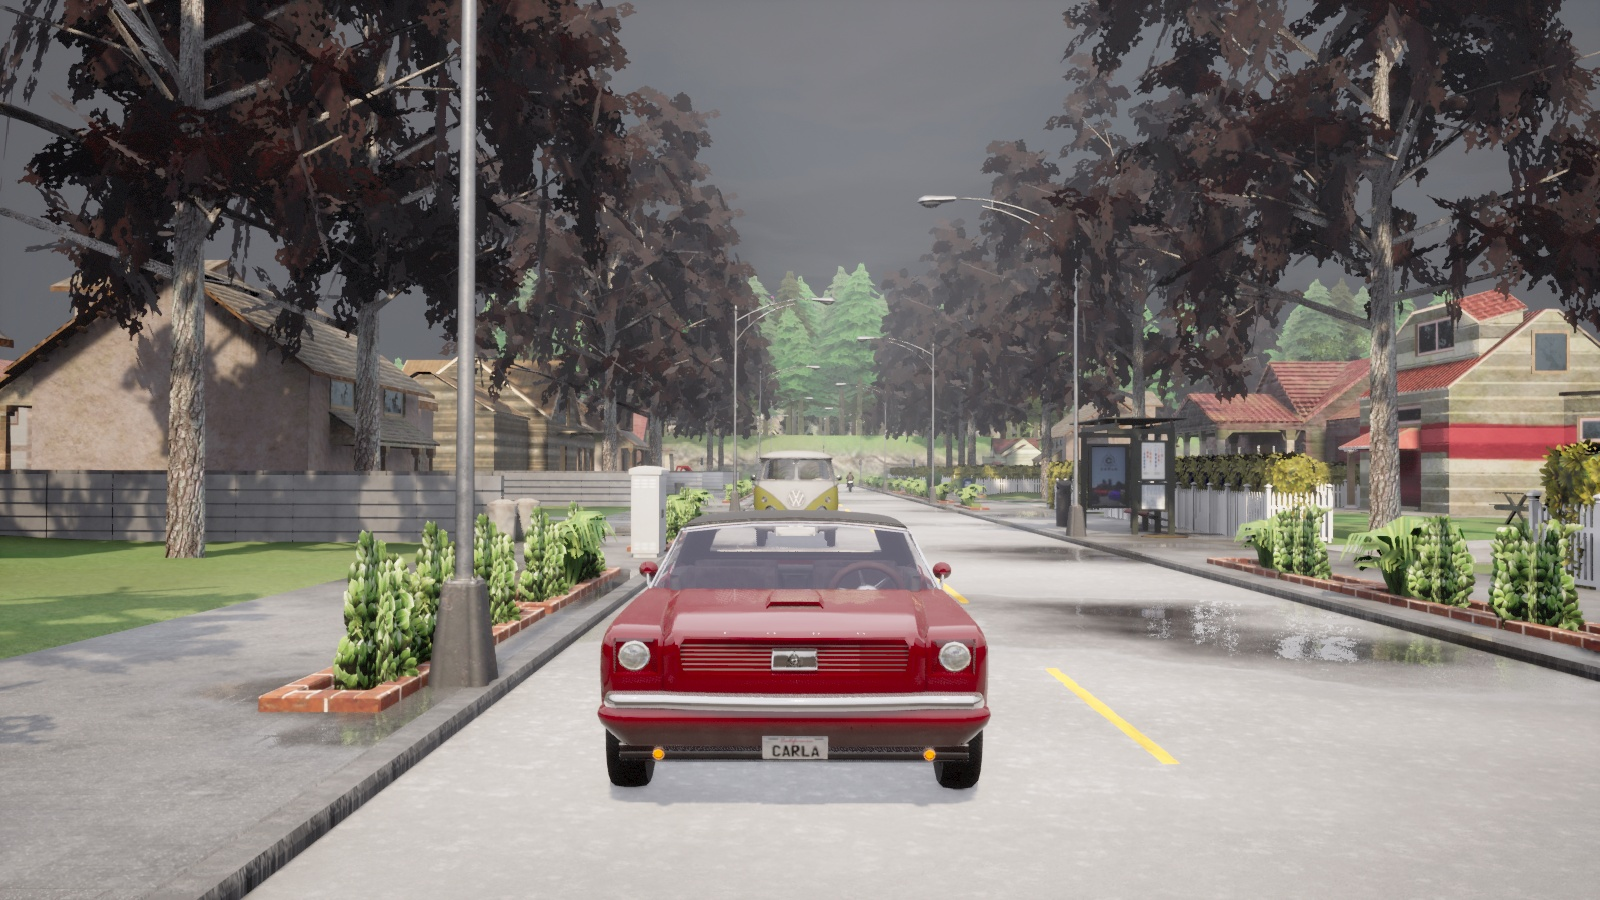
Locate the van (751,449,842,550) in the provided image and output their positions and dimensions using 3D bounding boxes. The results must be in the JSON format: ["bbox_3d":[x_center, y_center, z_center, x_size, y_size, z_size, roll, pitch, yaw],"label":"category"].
[{"bbox_3d":[-0.074,1.020,26.999,1.775,1.987,4.442,0,-1,0],"label":"van"}]

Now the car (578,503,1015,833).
[{"bbox_3d":[-0.021,1.046,7.809,1.895,1.301,4.718,0,-1,0],"label":"car"}]
